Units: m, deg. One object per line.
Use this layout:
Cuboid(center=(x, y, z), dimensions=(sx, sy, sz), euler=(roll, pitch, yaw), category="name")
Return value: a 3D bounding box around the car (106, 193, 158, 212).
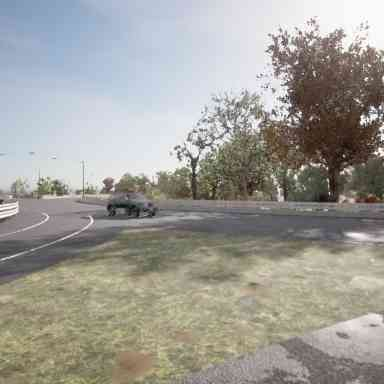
Cuboid(center=(-5.479, 1.069, 29.846), dimensions=(5.566, 2.045, 2.150), euler=(0, 0, 42), category="car")
